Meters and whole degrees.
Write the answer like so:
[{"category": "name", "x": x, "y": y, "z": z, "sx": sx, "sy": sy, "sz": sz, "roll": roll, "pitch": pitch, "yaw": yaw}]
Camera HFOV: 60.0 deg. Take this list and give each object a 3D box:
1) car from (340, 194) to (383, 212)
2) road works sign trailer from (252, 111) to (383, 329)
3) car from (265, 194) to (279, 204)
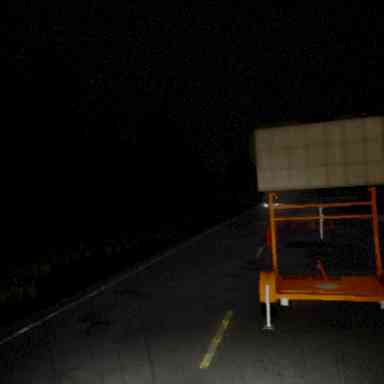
[{"category": "car", "x": 14.719, "y": 0.888, "z": 28.037, "sx": 4.181, "sy": 1.381, "sz": 1.994, "roll": -4, "pitch": 0, "yaw": 16}, {"category": "road works sign trailer", "x": 2.498, "y": 0.364, "z": 6.486, "sx": 2.380, "sy": 3.560, "sz": 2.880, "roll": -4, "pitch": 0, "yaw": 16}, {"category": "car", "x": 13.371, "y": 0.995, "z": 55.535, "sx": 2.097, "sy": 1.767, "sz": 4.553, "roll": -4, "pitch": 0, "yaw": 17}]
